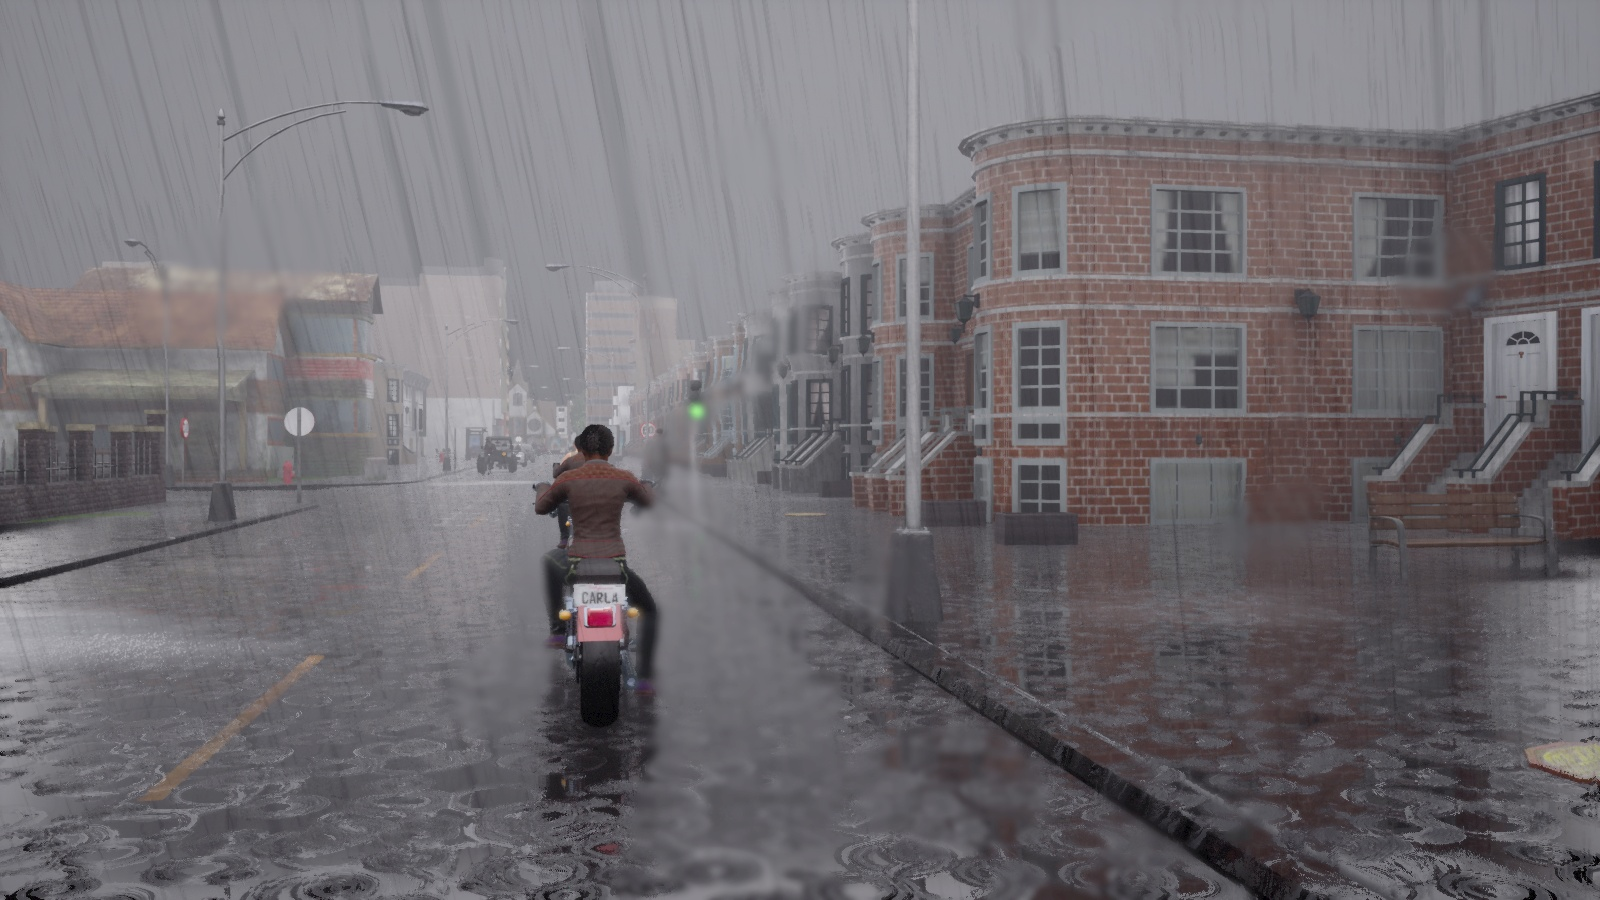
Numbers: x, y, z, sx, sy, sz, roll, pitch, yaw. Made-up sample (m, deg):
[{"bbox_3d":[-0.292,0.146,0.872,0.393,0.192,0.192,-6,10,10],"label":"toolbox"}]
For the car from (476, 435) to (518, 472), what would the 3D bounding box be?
[{"bbox_3d":[-15.980,0.179,66.370,1.905,1.878,3.866,0,0,-10],"label":"car"}]

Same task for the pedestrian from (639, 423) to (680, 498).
[{"bbox_3d":[-3.715,0.280,33.206,0.659,1.952,0.873,0,0,38],"label":"pedestrian"}]

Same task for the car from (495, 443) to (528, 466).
[{"bbox_3d":[-18.796,0.265,81.942,1.970,1.475,3.806,0,0,-10],"label":"car"}]

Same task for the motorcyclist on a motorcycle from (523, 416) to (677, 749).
[{"bbox_3d":[-1.211,0.656,7.458,0.766,1.649,2.350,0,0,-10],"label":"motorcyclist on a motorcycle"}]
